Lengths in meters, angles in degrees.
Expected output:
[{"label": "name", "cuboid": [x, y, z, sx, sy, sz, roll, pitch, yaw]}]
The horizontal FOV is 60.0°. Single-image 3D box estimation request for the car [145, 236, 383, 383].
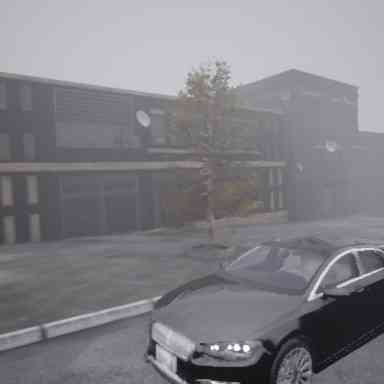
[{"label": "car", "cuboid": [1.655, 1.488, 5.004, 4.902, 1.511, 2.128, 0, 0, -38]}]
